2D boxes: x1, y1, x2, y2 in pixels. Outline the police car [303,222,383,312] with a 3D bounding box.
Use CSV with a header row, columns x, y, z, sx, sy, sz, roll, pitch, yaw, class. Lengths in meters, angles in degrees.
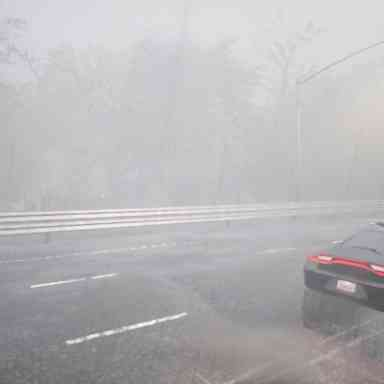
x,y,z,sx,sy,sz,roll,pitch,yaw,class
4.710,1.454,7.114,4.974,1.542,2.038,0,0,-33,police car
